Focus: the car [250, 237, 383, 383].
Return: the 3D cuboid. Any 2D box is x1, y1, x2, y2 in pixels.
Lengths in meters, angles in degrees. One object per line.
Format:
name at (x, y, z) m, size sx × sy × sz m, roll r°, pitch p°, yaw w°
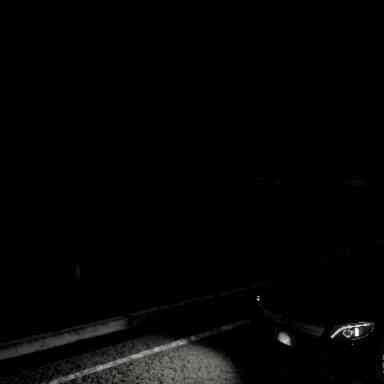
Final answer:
car at (3.020, 1.515, 5.410) m, size 4.674 × 1.442 × 1.812 m, roll 0°, pitch -1°, yaw -36°
